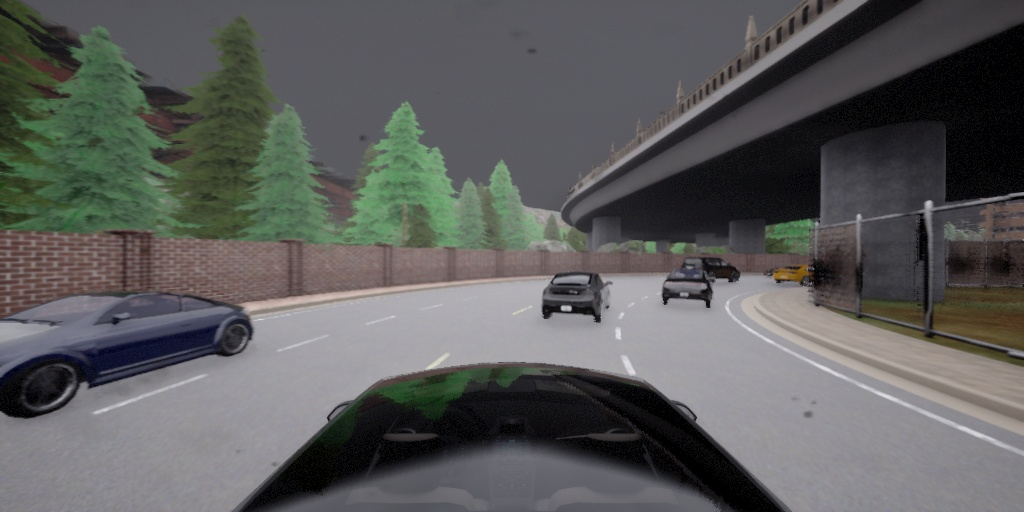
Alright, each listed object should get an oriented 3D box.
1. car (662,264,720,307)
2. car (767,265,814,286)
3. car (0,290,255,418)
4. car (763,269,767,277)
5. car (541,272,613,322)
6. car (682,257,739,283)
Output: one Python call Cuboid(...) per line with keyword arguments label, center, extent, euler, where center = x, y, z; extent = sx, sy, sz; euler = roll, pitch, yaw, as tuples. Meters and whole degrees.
Cuboid(label="car", center=(8.004, 1.316, 16.171), extent=(2.128, 1.511, 4.902), euler=(0, 0, 31))
Cuboid(label="car", center=(22.705, 1.427, 27.890), extent=(5.008, 1.535, 1.882), euler=(0, 0, -21))
Cuboid(label="car", center=(-6.507, 1.266, 5.752), extent=(1.994, 1.385, 4.181), euler=(0, 0, 8))
Cuboid(label="car", center=(27.918, 1.562, 36.401), extent=(4.181, 1.385, 1.994), euler=(0, 0, -7))
Cuboid(label="car", center=(2.387, 1.282, 12.683), extent=(1.837, 1.490, 4.892), euler=(0, 0, 20))
Cuboid(label="car", center=(15.677, 1.116, 28.441), extent=(5.566, 2.045, 2.150), euler=(0, 0, -32))
